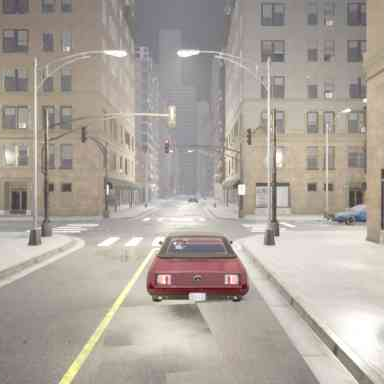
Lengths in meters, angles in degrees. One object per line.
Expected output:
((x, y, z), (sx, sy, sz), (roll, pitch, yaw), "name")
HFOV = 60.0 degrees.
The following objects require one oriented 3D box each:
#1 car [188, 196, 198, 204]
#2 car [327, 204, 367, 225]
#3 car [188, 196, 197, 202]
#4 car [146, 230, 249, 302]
((0.180, 1.507, 65.198), (1.812, 1.442, 4.674), (0, 0, 0), "car")
((12.198, 1.512, 22.804), (5.357, 1.411, 2.033), (0, 0, 3), "car")
((0.098, 1.567, 75.127), (1.895, 1.301, 4.718), (0, 0, 0), "car")
((0.093, 1.601, 8.214), (1.895, 1.301, 4.718), (0, 0, 0), "car")
